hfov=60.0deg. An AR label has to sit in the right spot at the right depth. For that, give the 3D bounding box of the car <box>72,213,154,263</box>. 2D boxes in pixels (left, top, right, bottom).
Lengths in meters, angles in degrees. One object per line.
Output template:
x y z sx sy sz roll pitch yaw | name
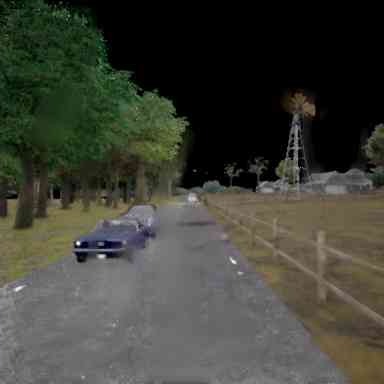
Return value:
-2.755 1.671 12.343 1.895 1.301 4.718 0 0 0 | car

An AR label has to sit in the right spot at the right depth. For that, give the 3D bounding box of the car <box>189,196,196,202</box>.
0.056 1.801 88.337 1.837 1.490 4.892 0 0 0 | car

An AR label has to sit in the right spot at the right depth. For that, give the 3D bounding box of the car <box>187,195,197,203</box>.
0.050 1.619 77.943 2.150 2.045 5.566 0 0 0 | car

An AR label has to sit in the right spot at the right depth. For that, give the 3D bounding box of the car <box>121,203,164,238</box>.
-2.756 1.457 18.261 2.097 1.767 4.553 0 0 0 | car
